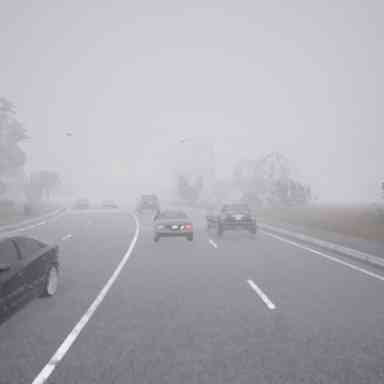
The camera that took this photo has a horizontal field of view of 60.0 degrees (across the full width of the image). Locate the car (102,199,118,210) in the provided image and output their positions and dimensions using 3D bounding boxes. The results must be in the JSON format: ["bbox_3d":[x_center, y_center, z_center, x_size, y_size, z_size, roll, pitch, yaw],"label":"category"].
[{"bbox_3d":[-11.350,1.635,45.690,2.033,1.411,5.357,0,0,-18],"label":"car"}]

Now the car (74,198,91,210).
[{"bbox_3d":[-14.514,1.592,44.003,1.837,1.490,4.892,0,-1,-18],"label":"car"}]

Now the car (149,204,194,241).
[{"bbox_3d":[-1.046,1.576,16.908,2.033,1.411,5.357,0,0,-7],"label":"car"}]

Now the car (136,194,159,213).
[{"bbox_3d":[-5.092,1.290,37.660,2.150,2.045,5.566,0,0,-15],"label":"car"}]

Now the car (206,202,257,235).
[{"bbox_3d":[2.115,1.379,19.238,2.097,1.767,4.553,0,0,-7],"label":"car"}]

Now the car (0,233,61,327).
[{"bbox_3d":[-3.845,1.496,5.640,1.882,1.535,5.008,0,0,-3],"label":"car"}]
